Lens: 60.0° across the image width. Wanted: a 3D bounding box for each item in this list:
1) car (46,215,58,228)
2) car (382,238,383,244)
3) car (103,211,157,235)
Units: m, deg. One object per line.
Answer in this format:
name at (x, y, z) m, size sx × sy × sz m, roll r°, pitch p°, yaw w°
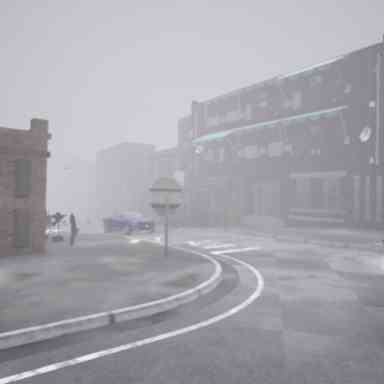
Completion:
car at (-17.153, 3.491, 39.191) m, size 2.128 × 1.511 × 4.902 m, roll 2°, pitch -4°, yaw -36°
car at (9.963, 1.698, 13.130) m, size 4.674 × 1.442 × 1.812 m, roll 0°, pitch -1°, yaw -10°
car at (-4.156, 1.959, 21.757) m, size 1.882 × 1.535 × 5.008 m, roll 2°, pitch -6°, yaw -37°
